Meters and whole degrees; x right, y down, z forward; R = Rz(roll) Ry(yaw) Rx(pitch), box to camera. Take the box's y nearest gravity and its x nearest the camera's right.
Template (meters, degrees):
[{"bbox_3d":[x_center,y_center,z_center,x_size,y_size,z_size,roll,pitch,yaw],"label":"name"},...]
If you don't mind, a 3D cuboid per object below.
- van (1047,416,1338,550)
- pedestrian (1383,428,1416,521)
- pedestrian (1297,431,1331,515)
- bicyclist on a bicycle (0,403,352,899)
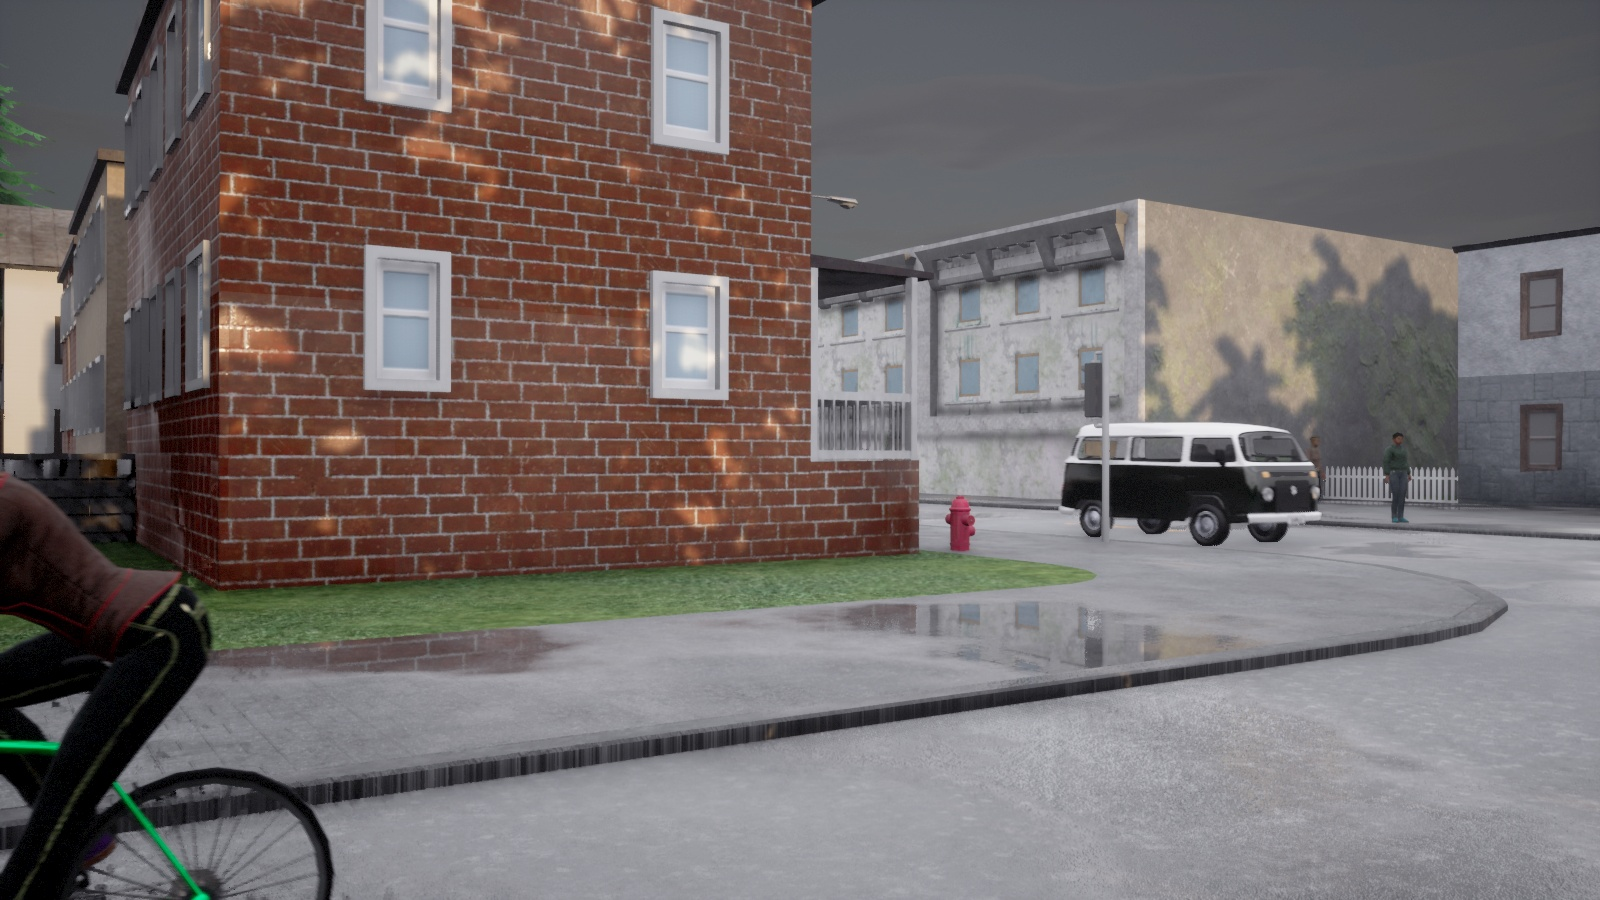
[{"bbox_3d":[6.595,0.505,21.576,2.069,2.038,4.480,0,0,-33],"label":"van"},{"bbox_3d":[12.145,0.491,25.450,0.353,1.847,0.614,0,0,-3],"label":"pedestrian"},{"bbox_3d":[11.426,0.499,27.918,0.331,1.846,0.634,0,0,-30],"label":"pedestrian"},{"bbox_3d":[-1.984,0.709,2.956,1.656,1.620,0.582,0,0,-33],"label":"bicyclist on a bicycle"}]
